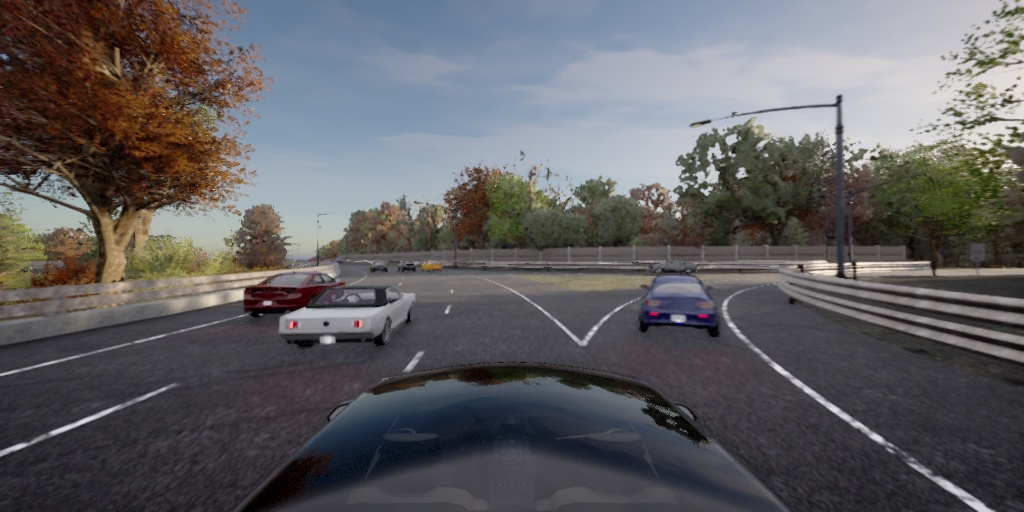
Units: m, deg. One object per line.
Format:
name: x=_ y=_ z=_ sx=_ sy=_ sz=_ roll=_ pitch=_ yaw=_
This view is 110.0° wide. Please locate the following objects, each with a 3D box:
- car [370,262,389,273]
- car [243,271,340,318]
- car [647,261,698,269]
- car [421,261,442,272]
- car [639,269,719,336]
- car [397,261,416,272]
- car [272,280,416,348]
car: x=-17.864 y=1.466 z=48.101 sx=1.812 sy=1.442 sz=4.674 roll=0 pitch=0 yaw=-28
car: x=-7.733 y=1.294 z=13.400 sx=1.882 sy=1.535 sz=5.008 roll=0 pitch=0 yaw=-6
car: x=16.781 y=1.221 z=37.690 sx=4.902 sy=1.511 sz=2.128 roll=0 pitch=0 yaw=9
car: x=-11.439 y=1.387 z=50.917 sx=1.882 sy=1.535 sz=5.008 roll=0 pitch=0 yaw=-28
car: x=4.738 y=1.266 z=10.368 sx=1.812 sy=1.442 sz=4.674 roll=-1 pitch=0 yaw=23
car: x=-14.568 y=1.430 z=49.351 sx=1.837 sy=1.490 sz=4.892 roll=0 pitch=0 yaw=-28
car: x=-3.813 y=1.387 z=9.336 sx=1.895 sy=1.301 sz=4.718 roll=0 pitch=0 yaw=-4
